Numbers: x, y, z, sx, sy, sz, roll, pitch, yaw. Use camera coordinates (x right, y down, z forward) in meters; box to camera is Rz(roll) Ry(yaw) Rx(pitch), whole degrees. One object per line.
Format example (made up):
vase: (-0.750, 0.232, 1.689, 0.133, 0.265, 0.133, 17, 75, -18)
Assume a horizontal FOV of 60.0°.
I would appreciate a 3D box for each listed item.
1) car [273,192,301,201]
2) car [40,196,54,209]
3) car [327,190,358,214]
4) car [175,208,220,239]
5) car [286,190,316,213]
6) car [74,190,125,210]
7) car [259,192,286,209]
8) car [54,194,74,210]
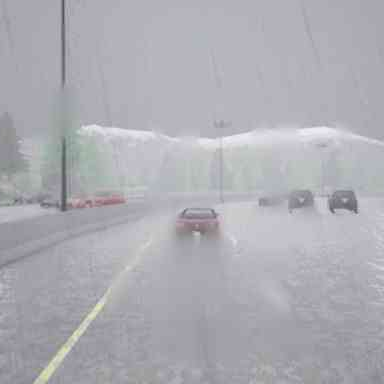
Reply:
car: (16.280, 0.768, 56.793, 5.357, 1.411, 2.033, -1, 1, -43)
car: (-14.006, 1.047, 36.257, 2.033, 1.411, 5.357, 0, 1, 16)
car: (13.680, 0.806, 30.288, 2.150, 2.045, 5.566, 0, 1, 20)
car: (0.393, 1.382, 15.812, 1.895, 1.301, 4.718, 0, 1, 5)
car: (10.185, 0.799, 30.729, 2.150, 2.045, 5.566, 0, 1, 19)
car: (-8.159, 0.799, 30.791, 2.150, 2.045, 5.566, 0, 1, 14)
car: (8.587, 0.981, 36.155, 1.882, 1.535, 5.008, 0, 1, 23)
car: (-11.141, 0.893, 33.270, 2.097, 1.767, 4.553, 0, 1, 14)
